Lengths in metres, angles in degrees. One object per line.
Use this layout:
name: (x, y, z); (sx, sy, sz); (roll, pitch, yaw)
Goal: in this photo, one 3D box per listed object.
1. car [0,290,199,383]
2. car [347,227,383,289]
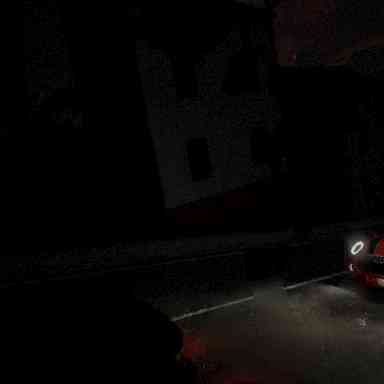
car: (-2.497, 1.548, 2.217); (5.357, 1.411, 2.033); (0, 0, -36)
car: (5.852, 1.313, 8.256); (4.553, 1.767, 2.097); (0, 0, -36)
